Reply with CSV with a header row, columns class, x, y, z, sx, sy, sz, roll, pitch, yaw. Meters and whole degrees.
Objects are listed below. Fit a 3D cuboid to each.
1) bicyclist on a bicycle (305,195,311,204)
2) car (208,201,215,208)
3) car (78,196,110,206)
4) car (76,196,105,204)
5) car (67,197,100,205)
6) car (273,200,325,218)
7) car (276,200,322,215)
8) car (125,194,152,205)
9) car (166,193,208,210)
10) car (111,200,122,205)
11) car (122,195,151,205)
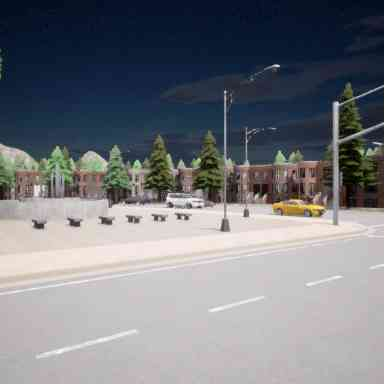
class,x,y,z,sx,sy,sz,roll,pitch,yaw
bicyclist on a bicycle,16.257,1.303,46.652,1.656,1.620,0.582,0,0,-37
car,1.086,1.526,46.619,4.674,1.442,1.812,0,0,40
car,-16.127,1.554,52.415,5.357,1.411,2.033,0,0,16
car,-19.439,1.491,63.892,4.902,1.511,2.128,0,0,7
car,-19.742,1.547,60.382,5.357,1.411,2.033,0,0,9
car,9.825,1.478,30.816,1.882,1.535,5.008,0,0,-37
car,11.144,1.564,34.889,1.994,1.385,4.181,0,0,-37
car,-9.826,1.352,61.188,4.553,1.767,2.097,0,0,21
car,-1.028,1.221,43.935,5.566,2.045,2.150,0,0,41
car,-15.148,1.613,55.775,5.357,1.411,2.033,0,0,16
car,-10.071,1.505,57.567,4.892,1.490,1.837,0,0,22
